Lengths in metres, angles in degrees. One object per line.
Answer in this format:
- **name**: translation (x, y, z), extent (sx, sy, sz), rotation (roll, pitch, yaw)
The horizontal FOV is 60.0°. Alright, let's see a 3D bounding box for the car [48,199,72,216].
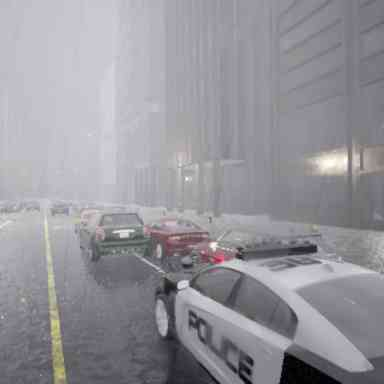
- **car**: translation (-15.344, 1.960, 38.450), extent (2.128, 1.511, 4.902), rotation (0, -1, -24)

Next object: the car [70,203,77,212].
- **car**: translation (-5.605, 1.661, 18.833), extent (1.801, 1.575, 5.366), rotation (0, -1, -24)

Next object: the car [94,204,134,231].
- **car**: translation (-5.537, 1.680, 23.236), extent (1.967, 1.590, 4.097), rotation (0, 0, -24)

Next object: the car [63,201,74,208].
- **car**: translation (-24.104, 2.362, 64.684), extent (1.802, 1.307, 4.206), rotation (0, 0, -24)

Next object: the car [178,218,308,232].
- **car**: translation (1.426, 1.482, 7.694), extent (1.967, 1.590, 4.097), rotation (0, 0, -24)

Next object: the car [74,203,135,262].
- **car**: translation (-3.179, 1.485, 13.089), extent (2.097, 1.767, 4.553), rotation (0, 0, -25)

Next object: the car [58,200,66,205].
- **car**: translation (-33.388, 2.636, 85.408), extent (1.802, 1.307, 4.206), rotation (0, -1, -24)

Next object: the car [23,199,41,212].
- **car**: translation (-23.860, 2.162, 50.046), extent (1.837, 1.490, 4.892), rotation (0, 0, -24)

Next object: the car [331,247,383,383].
- **car**: translation (3.679, 1.505, 2.667), extent (1.752, 1.417, 4.829), rotation (0, 0, -24)

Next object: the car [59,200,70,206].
- **car**: translation (-28.747, 2.467, 75.047), extent (2.008, 1.369, 4.403), rotation (0, 0, -24)

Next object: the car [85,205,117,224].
- **car**: translation (-7.857, 1.873, 28.417), extent (1.947, 1.339, 4.313), rotation (0, 0, -24)

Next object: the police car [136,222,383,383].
- **police car**: translation (0.969, 1.446, 4.159), extent (1.930, 1.638, 5.238), rotation (0, 0, -24)

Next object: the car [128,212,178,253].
- **car**: translation (-0.894, 1.652, 12.874), extent (1.887, 1.381, 4.507), rotation (0, 0, -24)

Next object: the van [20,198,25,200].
- **van**: translation (-29.563, 2.110, 56.014), extent (1.690, 1.788, 3.998), rotation (0, 0, -24)

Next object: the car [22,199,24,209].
- **car**: translation (-27.239, 2.251, 50.831), extent (2.008, 1.369, 4.403), rotation (0, 0, -24)

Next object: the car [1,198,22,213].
- **car**: translation (-24.919, 2.073, 45.650), extent (1.967, 1.590, 4.097), rotation (0, 0, -24)

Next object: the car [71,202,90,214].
- **car**: translation (-14.820, 2.075, 43.960), extent (1.947, 1.339, 4.313), rotation (0, 0, -24)

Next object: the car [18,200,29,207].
- **car**: translation (-38.844, 2.607, 76.735), extent (1.947, 1.339, 4.313), rotation (0, 0, -24)

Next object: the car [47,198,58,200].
- **car**: translation (-20.264, 2.104, 49.355), extent (2.128, 1.511, 4.902), rotation (0, -1, -24)
